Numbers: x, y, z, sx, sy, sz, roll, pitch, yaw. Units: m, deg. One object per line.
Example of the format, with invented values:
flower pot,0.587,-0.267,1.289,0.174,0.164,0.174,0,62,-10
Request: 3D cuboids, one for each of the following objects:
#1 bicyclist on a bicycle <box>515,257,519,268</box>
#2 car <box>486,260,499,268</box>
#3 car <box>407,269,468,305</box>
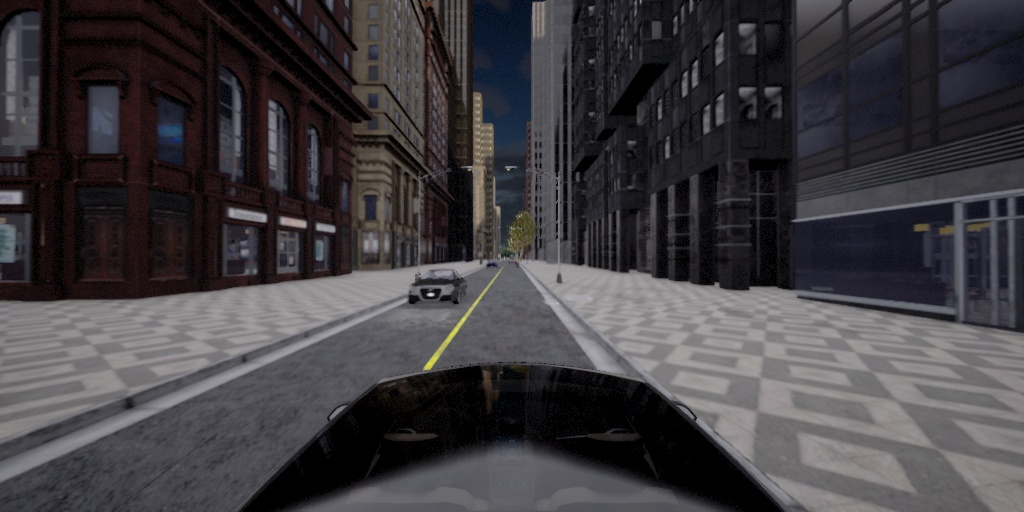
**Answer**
bicyclist on a bicycle,0.823,1.059,54.085,0.866,1.612,1.509,0,0,0
car,-3.059,1.221,56.225,1.895,1.301,4.718,0,0,1
car,-3.100,1.275,15.642,1.994,1.385,4.181,0,0,0
